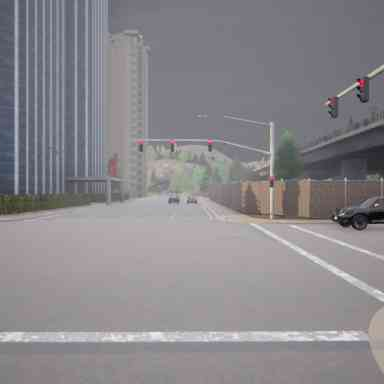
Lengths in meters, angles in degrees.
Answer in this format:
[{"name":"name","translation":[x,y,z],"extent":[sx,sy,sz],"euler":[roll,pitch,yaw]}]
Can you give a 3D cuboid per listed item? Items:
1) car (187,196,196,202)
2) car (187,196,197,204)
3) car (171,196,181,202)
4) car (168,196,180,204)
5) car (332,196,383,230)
[{"name":"car","translation":[-0.110,1.595,74.558],"extent":[1.895,1.301,4.718],"euler":[0,0,0]},{"name":"car","translation":[0.004,1.564,64.595],"extent":[1.994,1.385,4.181],"euler":[0,0,0]},{"name":"car","translation":[-3.609,1.540,74.416],"extent":[2.033,1.411,5.357],"euler":[0,0,0]},{"name":"car","translation":[-3.497,1.478,64.199],"extent":[1.882,1.535,5.008],"euler":[0,0,0]},{"name":"car","translation":[11.814,1.277,20.931],"extent":[5.566,2.045,2.150],"euler":[0,0,0]}]
